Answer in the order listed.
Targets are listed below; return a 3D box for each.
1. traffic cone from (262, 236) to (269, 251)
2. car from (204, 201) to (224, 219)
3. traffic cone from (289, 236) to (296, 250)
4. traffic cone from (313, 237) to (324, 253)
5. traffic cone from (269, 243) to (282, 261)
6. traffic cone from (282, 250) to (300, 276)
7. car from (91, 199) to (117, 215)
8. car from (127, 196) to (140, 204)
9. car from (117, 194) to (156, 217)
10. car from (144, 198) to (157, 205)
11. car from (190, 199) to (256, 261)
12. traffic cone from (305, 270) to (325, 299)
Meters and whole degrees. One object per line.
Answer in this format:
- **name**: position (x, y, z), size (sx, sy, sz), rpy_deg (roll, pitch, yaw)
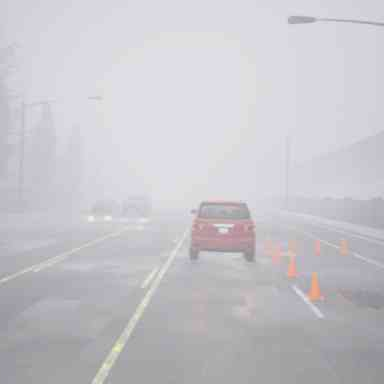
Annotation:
- **traffic cone**: position (3.030, 2.052, 13.353), size (0.340, 0.580, 0.340), rpy_deg (1, 0, 3)
- **car**: position (2.090, 1.657, 32.074), size (1.812, 1.442, 4.674), rpy_deg (1, 0, 3)
- **traffic cone**: position (4.029, 2.072, 13.302), size (0.340, 0.580, 0.340), rpy_deg (1, 0, 3)
- **traffic cone**: position (5.027, 2.091, 13.250), size (0.340, 0.580, 0.340), rpy_deg (1, 0, 3)
- **traffic cone**: position (2.927, 2.045, 11.356), size (0.340, 0.580, 0.340), rpy_deg (1, 0, 3)
- **traffic cone**: position (2.824, 2.037, 9.358), size (0.340, 0.580, 0.340), rpy_deg (1, 0, 3)
- **car**: position (-8.587, 1.405, 33.375), size (1.882, 1.535, 5.008), rpy_deg (1, 0, 3)
- **car**: position (-13.024, 1.798, 73.846), size (2.097, 1.767, 4.553), rpy_deg (2, -3, -18)
- **car**: position (-5.140, 1.211, 31.799), size (2.150, 2.045, 5.566), rpy_deg (1, 0, 3)
- **car**: position (-9.044, 2.145, 72.833), size (2.033, 1.411, 5.357), rpy_deg (2, -2, -15)
- **car**: position (1.102, 1.279, 12.831), size (2.150, 2.045, 5.566), rpy_deg (1, 0, 3)
- **traffic cone**: position (2.721, 2.030, 7.361), size (0.340, 0.580, 0.340), rpy_deg (1, 0, 3)
